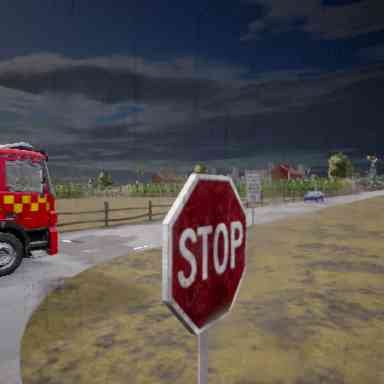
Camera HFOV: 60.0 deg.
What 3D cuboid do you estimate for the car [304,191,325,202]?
[{"bbox_3d":[17.391,0.617,47.268,1.882,1.535,5.008,0,1,35],"label":"car"}]

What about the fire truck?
[{"bbox_3d":[-7.362,0.295,7.013,2.891,3.827,8.468,0,0,35],"label":"fire truck"}]
